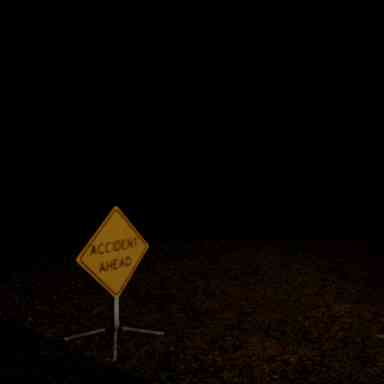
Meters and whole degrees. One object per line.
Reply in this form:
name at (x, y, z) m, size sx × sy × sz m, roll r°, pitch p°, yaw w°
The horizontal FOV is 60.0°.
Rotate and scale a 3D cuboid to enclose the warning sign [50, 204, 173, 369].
warning sign at (-1.095, 1.125, 4.707) m, size 1.060 × 1.860 × 1.300 m, roll -1°, pitch 0°, yaw 36°
